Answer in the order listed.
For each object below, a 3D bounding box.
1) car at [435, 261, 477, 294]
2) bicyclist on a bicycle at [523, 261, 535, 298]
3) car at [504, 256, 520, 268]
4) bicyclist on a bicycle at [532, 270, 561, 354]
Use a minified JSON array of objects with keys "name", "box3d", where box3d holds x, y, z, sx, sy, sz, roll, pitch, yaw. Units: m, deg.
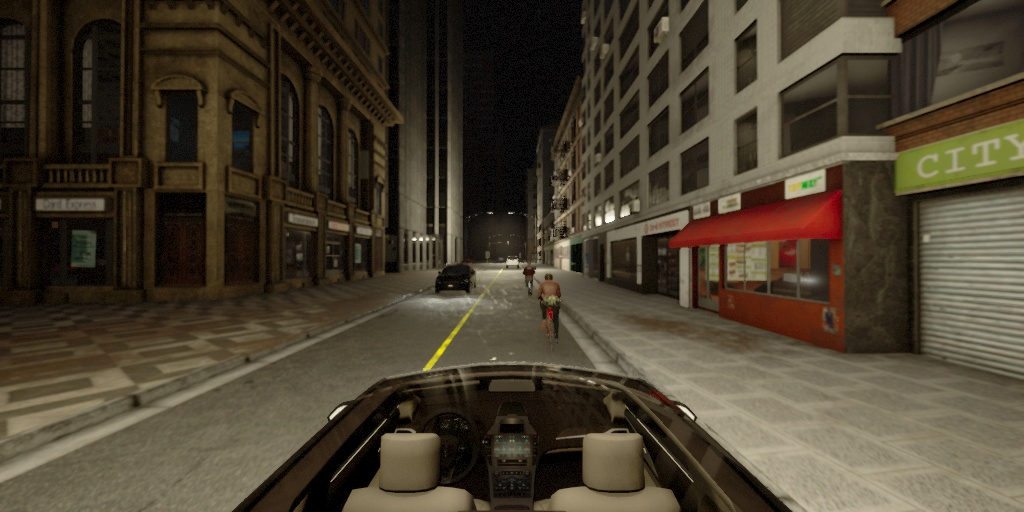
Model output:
[{"name":"car","box3d":[-3.097,1.233,20.548,1.882,1.535,5.008,0,0,0]},{"name":"bicyclist on a bicycle","box3d":[0.828,1.125,17.468,0.659,1.776,1.843,0,0,0]},{"name":"car","box3d":[0.115,1.014,61.482,2.150,2.045,5.566,0,-1,0]},{"name":"bicyclist on a bicycle","box3d":[0.827,1.204,7.871,0.582,1.620,1.656,0,0,0]}]
